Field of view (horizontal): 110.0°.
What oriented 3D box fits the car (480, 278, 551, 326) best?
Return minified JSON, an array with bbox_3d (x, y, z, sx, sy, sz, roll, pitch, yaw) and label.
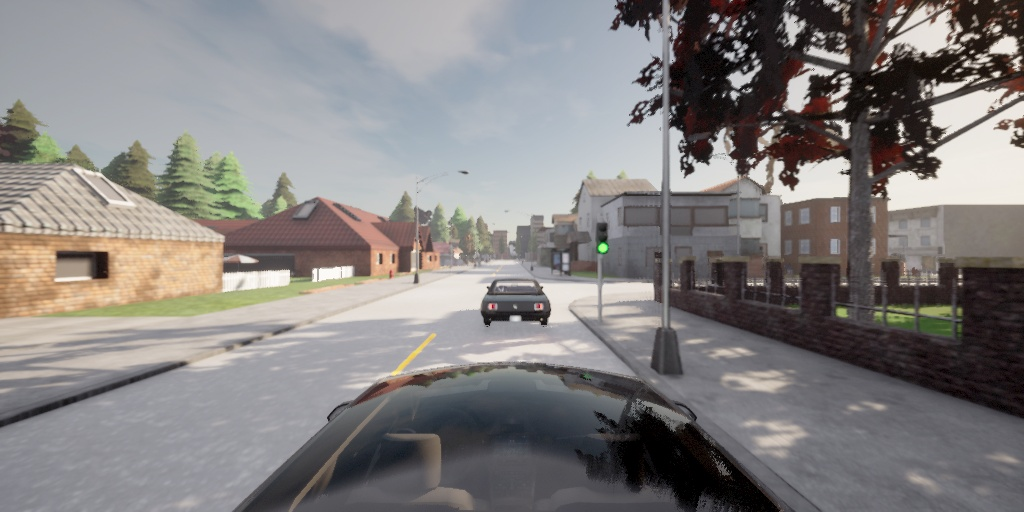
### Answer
[{"bbox_3d":[0.100,1.351,11.587,1.895,1.301,4.718,0,0,0],"label":"car"}]
